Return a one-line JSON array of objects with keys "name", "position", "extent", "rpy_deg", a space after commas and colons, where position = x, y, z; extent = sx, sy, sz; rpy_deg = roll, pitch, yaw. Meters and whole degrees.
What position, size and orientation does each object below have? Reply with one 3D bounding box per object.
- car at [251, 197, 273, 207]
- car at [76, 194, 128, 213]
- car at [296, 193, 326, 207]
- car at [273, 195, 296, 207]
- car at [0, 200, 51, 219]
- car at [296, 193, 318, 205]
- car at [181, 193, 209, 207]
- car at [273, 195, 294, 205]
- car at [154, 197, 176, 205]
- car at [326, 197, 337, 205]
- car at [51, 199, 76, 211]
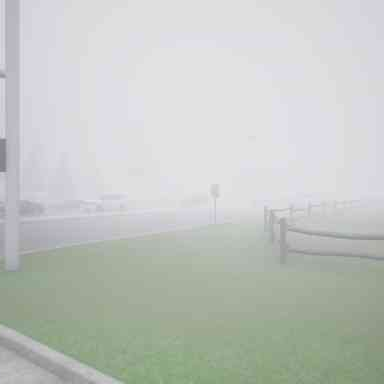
[{"name": "car", "position": [11.246, 1.554, 52.999], "extent": [2.033, 1.411, 5.357], "rpy_deg": [0, 0, 36]}, {"name": "car", "position": [-9.663, 1.233, 37.343], "extent": [2.150, 2.045, 5.566], "rpy_deg": [0, 0, 35]}, {"name": "car", "position": [18.072, 1.226, 50.433], "extent": [2.150, 2.045, 5.566], "rpy_deg": [0, 0, 36]}, {"name": "car", "position": [14.934, 1.357, 52.056], "extent": [2.097, 1.767, 4.553], "rpy_deg": [0, 0, 36]}, {"name": "car", "position": [-15.425, 1.500, 29.055], "extent": [2.128, 1.511, 4.902], "rpy_deg": [0, 0, 35]}, {"name": "car", "position": [20.795, 1.227, 60.122], "extent": [2.150, 2.045, 5.566], "rpy_deg": [0, 0, 37]}, {"name": "car", "position": [0.554, 1.223, 51.987], "extent": [2.150, 2.045, 5.566], "rpy_deg": [0, 1, 35]}, {"name": "car", "position": [16.764, 1.358, 60.717], "extent": [2.097, 1.767, 4.553], "rpy_deg": [0, 0, 36]}, {"name": "car", "position": [-4.614, 1.575, 56.790], "extent": [1.994, 1.385, 4.181], "rpy_deg": [0, 0, 35]}, {"name": "car", "position": [24.386, 1.530, 59.104], "extent": [1.812, 1.442, 4.674], "rpy_deg": [0, 0, 36]}, {"name": "car", "position": [-15.078, 1.558, 41.818], "extent": [2.033, 1.411, 5.357], "rpy_deg": [0, 0, 35]}]
